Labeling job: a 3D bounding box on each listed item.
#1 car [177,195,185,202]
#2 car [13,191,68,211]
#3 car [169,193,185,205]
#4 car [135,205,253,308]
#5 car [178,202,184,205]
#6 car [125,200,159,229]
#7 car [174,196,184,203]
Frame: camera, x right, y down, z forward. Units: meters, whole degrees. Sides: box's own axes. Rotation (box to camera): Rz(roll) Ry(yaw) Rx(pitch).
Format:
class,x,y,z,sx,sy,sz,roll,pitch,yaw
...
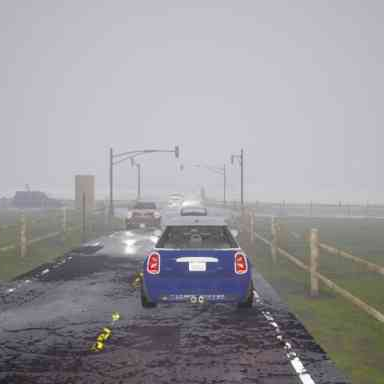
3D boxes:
class,x,y,z,sx,sy,sz,roll,pitch,yaw
car,-2.700,1.549,80.242,1.812,1.442,4.674,0,0,0
car,-16.574,0.938,36.434,5.566,2.045,2.150,1,0,-2
car,-2.838,1.237,59.878,2.150,2.045,5.566,0,0,0
car,0.096,1.353,8.068,2.097,1.767,4.553,0,0,0
car,0.091,1.507,17.234,1.837,1.490,4.892,0,0,0
car,-2.961,1.355,21.418,2.097,1.767,4.553,0,0,-3
car,-2.733,1.615,69.899,1.895,1.301,4.718,0,0,0
